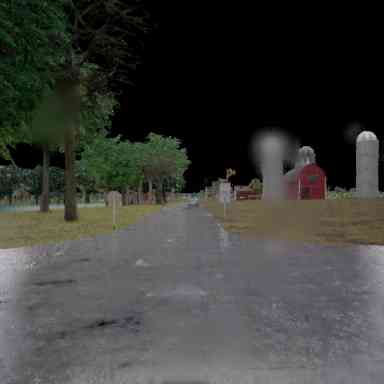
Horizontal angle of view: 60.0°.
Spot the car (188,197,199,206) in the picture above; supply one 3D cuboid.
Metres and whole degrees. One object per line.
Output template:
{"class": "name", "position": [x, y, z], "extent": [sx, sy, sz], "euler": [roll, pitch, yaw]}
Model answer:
{"class": "car", "position": [0.285, 1.834, 65.968], "extent": [2.097, 1.767, 4.553], "euler": [0, -1, 0]}

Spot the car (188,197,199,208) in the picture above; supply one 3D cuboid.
{"class": "car", "position": [0.240, 1.819, 55.575], "extent": [2.128, 1.511, 4.902], "euler": [0, -1, 0]}
